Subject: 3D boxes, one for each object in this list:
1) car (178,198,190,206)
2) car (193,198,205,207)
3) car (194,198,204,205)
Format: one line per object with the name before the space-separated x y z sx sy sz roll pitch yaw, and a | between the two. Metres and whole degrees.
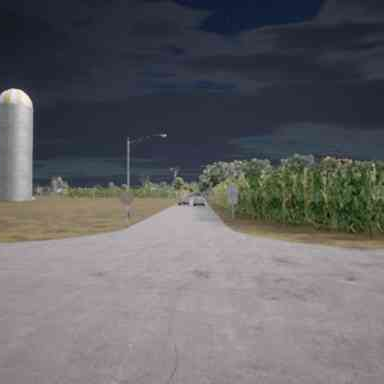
car | -1.465 1.810 61.776 1.994 1.385 4.181 0 0 1
car | 1.201 1.798 57.549 1.994 1.385 4.181 0 0 1
car | 1.403 1.870 67.583 1.895 1.301 4.718 0 0 1
